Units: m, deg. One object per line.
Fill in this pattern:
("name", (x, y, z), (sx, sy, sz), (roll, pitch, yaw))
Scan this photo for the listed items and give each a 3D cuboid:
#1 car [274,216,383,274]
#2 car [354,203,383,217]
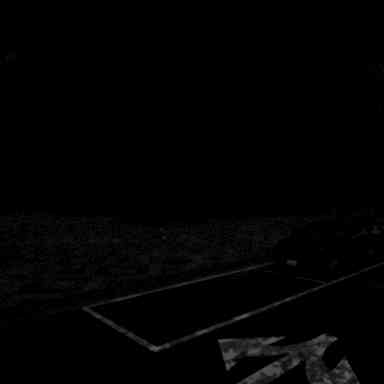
("car", (4.515, 1.672, 11.045), (4.313, 1.339, 1.947), (0, -1, -42))
("car", (8.574, 1.434, 14.646), (5.009, 1.841, 2.192), (0, -1, -42))
